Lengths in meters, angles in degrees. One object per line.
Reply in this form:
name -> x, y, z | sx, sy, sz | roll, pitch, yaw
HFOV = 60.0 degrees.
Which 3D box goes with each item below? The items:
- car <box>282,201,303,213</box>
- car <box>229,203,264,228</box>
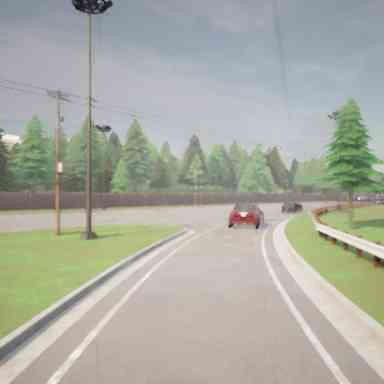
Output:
car -> 13.153, 1.903, 43.459 | 2.128, 1.511, 4.902 | 0, -1, 31
car -> 4.044, 1.576, 24.148 | 2.097, 1.767, 4.553 | 0, -1, 17
